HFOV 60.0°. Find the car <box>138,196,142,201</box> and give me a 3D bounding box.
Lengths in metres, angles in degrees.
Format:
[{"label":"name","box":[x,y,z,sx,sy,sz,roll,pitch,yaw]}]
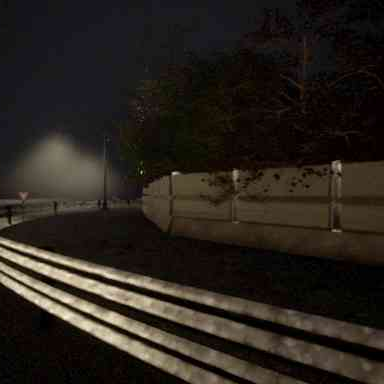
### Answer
[{"label":"car","box":[-13.955,1.788,94.048,1.812,1.442,4.674,0,0,4]}]
